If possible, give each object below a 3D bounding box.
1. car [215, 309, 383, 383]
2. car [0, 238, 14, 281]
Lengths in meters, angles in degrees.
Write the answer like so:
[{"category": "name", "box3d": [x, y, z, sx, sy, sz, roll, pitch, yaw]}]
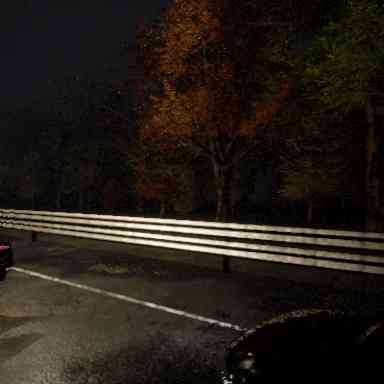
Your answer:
[{"category": "car", "box3d": [2.441, 1.505, 2.127, 4.892, 1.490, 1.837, 0, 0, 35]}, {"category": "car", "box3d": [-6.464, 1.488, 8.509, 4.902, 1.511, 2.128, 0, 0, 36]}]
